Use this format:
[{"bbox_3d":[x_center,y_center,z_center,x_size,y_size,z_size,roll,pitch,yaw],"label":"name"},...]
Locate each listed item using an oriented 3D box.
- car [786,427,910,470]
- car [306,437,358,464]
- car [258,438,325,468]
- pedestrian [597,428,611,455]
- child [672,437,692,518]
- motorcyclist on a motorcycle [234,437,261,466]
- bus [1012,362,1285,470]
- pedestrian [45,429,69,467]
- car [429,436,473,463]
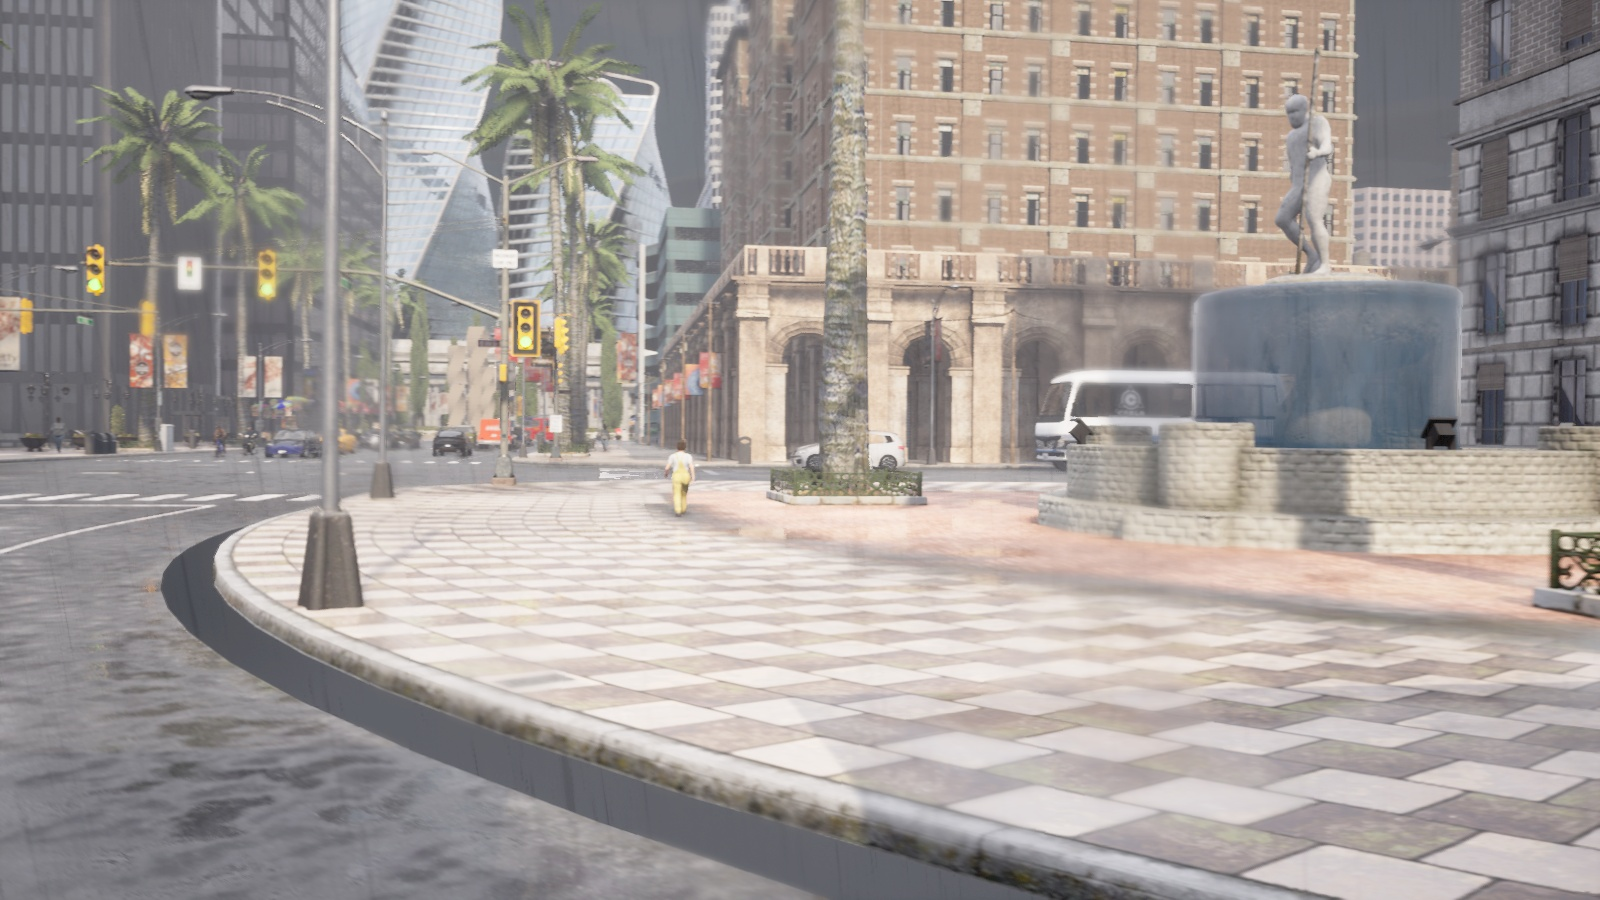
[{"bbox_3d":[1.899,-0.078,50.547,4.611,1.667,2.242,-1,1,-9],"label":"car"},{"bbox_3d":[-27.722,0.001,74.474,1.882,1.535,5.008,-1,1,-9],"label":"car"},{"bbox_3d":[-26.302,0.129,65.156,2.163,1.488,4.792,-1,1,-9],"label":"car"},{"bbox_3d":[-13.426,-0.584,85.980,0.874,1.855,0.900,-1,1,-9],"label":"pedestrian"},{"bbox_3d":[-1.874,0.432,19.972,0.270,1.263,0.437,-1,1,-10],"label":"child"},{"bbox_3d":[-30.468,0.066,69.253,0.866,1.590,1.817,-1,1,-9],"label":"motorcyclist on a motorcycle"},{"bbox_3d":[14.446,-1.428,52.480,10.273,4.253,3.944,-1,1,-9],"label":"bus"},{"bbox_3d":[-37.053,-0.092,62.642,0.874,1.855,0.900,-1,1,-22],"label":"pedestrian"},{"bbox_3d":[-20.642,-0.058,74.465,1.882,1.535,5.008,-1,1,-9],"label":"car"}]
